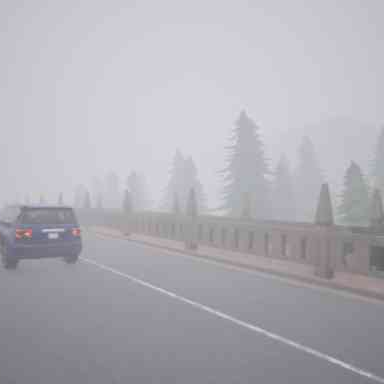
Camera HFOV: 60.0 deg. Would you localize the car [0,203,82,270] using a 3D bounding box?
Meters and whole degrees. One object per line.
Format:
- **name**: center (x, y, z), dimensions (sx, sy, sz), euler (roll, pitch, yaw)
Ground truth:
- **car**: center (-5.865, 1.425, 12.150), dimensions (2.150, 2.045, 5.566), euler (3, -2, -39)
